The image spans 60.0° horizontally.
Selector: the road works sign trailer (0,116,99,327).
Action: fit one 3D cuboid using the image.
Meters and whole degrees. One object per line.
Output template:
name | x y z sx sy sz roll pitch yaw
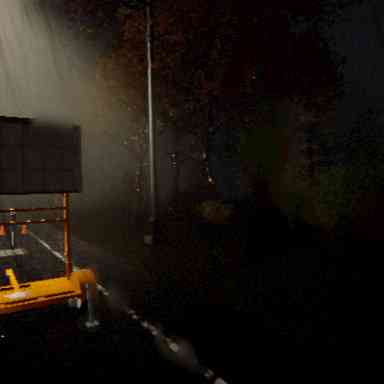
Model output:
road works sign trailer | -3.276 0.445 6.099 2.380 3.560 2.880 -2 1 -33
